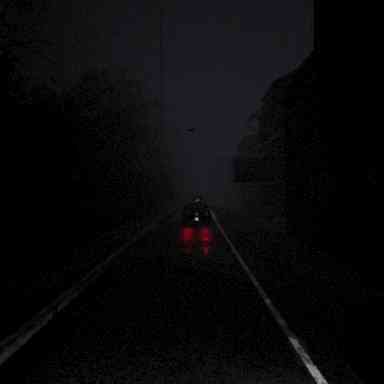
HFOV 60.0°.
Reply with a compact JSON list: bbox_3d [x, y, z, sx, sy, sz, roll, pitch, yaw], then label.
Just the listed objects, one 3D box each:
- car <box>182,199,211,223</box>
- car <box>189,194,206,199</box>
[{"bbox_3d":[0.343,1.427,23.506,1.895,1.301,4.718,0,0,1],"label":"car"},{"bbox_3d":[0.691,1.062,41.720,2.097,1.767,4.553,0,0,1],"label":"car"}]
